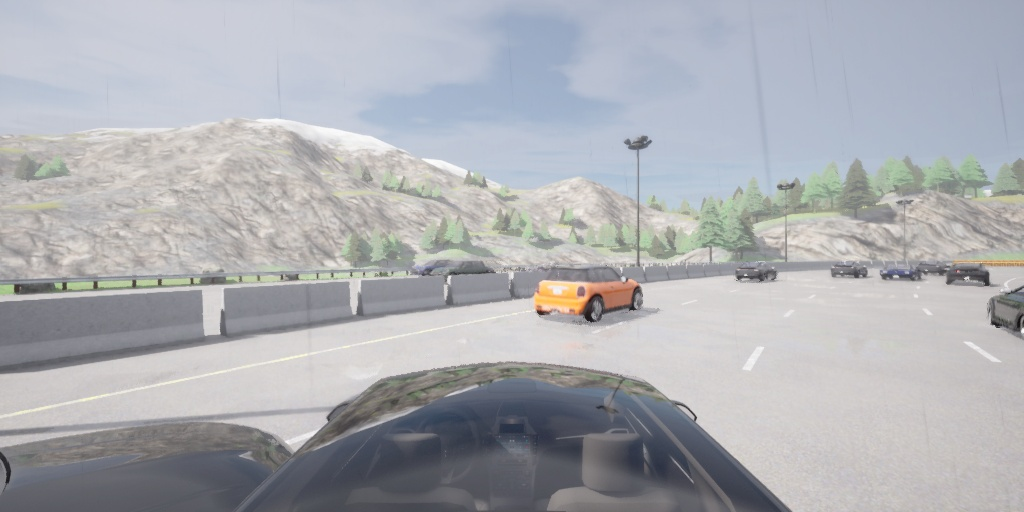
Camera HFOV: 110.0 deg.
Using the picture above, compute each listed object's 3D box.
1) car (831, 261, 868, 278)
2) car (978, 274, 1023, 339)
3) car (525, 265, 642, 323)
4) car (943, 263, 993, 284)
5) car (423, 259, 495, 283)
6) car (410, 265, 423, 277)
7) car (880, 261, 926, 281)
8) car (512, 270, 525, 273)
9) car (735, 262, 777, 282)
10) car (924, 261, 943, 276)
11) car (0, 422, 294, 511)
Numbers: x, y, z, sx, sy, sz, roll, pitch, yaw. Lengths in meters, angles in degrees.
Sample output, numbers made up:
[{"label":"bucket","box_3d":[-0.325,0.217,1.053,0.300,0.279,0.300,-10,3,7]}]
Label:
[{"label":"car","box_3d":[31.370,1.241,33.338,4.902,1.511,2.128,0,0,-35]},{"label":"car","box_3d":[13.525,1.314,8.682,1.994,1.385,4.181,0,0,43]},{"label":"car","box_3d":[2.796,1.102,12.488,2.097,1.767,4.553,0,0,41]},{"label":"car","box_3d":[32.946,1.254,25.865,4.892,1.490,1.837,0,0,-37]},{"label":"car","box_3d":[-3.764,1.102,26.289,2.097,1.767,4.553,0,0,44]},{"label":"car","box_3d":[-7.003,1.102,32.983,2.097,1.767,4.553,0,0,45]},{"label":"car","box_3d":[32.304,1.351,29.728,4.718,1.301,1.895,0,0,-35]},{"label":"car","box_3d":[2.147,1.351,27.354,4.718,1.301,1.895,0,0,-44]},{"label":"car","box_3d":[19.578,1.242,28.687,4.902,1.511,2.128,0,0,-40]},{"label":"car","box_3d":[43.308,1.241,36.862,4.902,1.511,2.128,0,0,-31]},{"label":"car","box_3d":[-2.982,1.255,0.524,4.892,1.490,1.837,0,0,-45]}]
